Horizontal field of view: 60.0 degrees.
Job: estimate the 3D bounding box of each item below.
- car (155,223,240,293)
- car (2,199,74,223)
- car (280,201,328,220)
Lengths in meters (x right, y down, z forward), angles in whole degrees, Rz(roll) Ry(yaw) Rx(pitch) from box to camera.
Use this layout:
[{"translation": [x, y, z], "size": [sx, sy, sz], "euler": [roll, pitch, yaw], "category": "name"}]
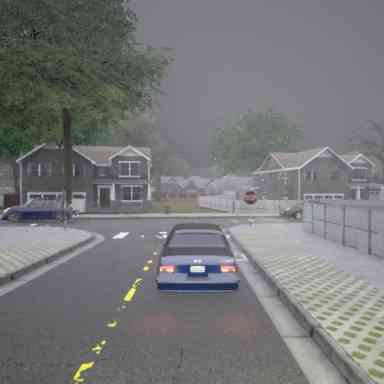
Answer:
[{"translation": [0.122, 1.547, 8.982], "size": [2.033, 1.411, 5.357], "euler": [0, 0, 0], "category": "car"}, {"translation": [-10.999, 1.268, 23.937], "size": [4.553, 1.767, 2.097], "euler": [0, 0, -12], "category": "car"}, {"translation": [9.939, 1.541, 28.262], "size": [4.892, 1.490, 1.837], "euler": [0, 0, -12], "category": "car"}]
